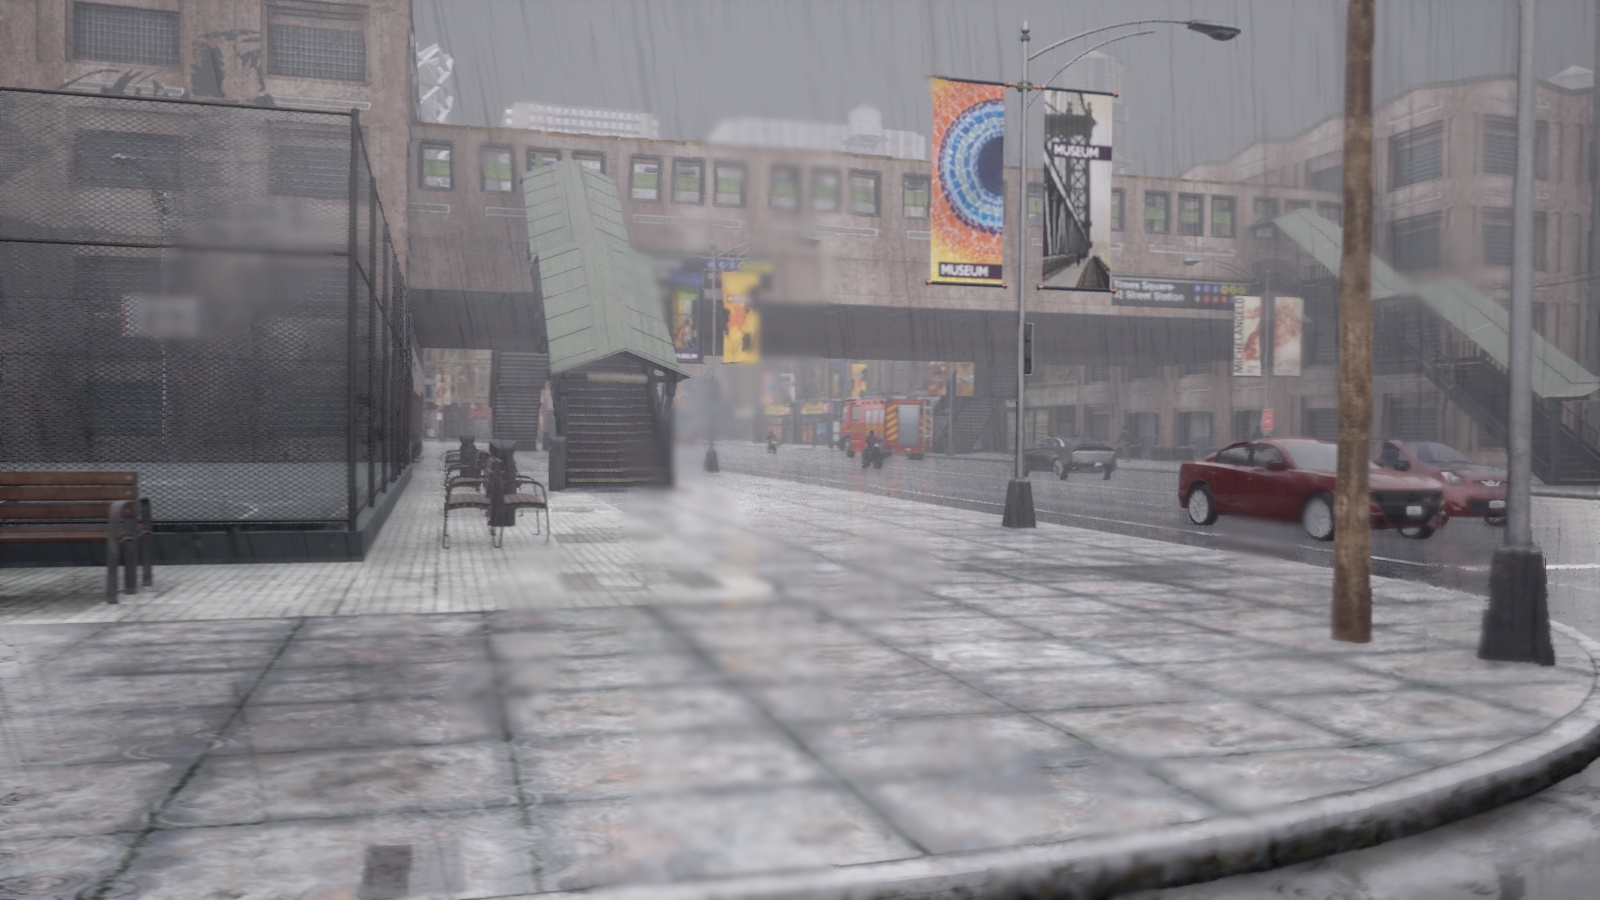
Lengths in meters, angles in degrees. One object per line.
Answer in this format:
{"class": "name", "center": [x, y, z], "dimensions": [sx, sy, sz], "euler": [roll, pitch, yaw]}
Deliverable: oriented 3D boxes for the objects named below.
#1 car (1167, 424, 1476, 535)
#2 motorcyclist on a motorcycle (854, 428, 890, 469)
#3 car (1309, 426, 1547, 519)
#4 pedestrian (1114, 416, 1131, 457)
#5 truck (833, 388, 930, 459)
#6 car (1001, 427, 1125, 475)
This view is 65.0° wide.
{"class": "car", "center": [8.106, 0.378, 20.145], "dimensions": [1.882, 1.535, 5.008], "euler": [-1, 1, -16]}
{"class": "motorcyclist on a motorcycle", "center": [2.964, -0.073, 51.641], "dimensions": [0.766, 1.649, 2.350], "euler": [-1, 1, -15]}
{"class": "car", "center": [11.090, 0.345, 22.465], "dimensions": [1.845, 1.501, 3.633], "euler": [-1, 1, -16]}
{"class": "pedestrian", "center": [15.776, -0.660, 61.438], "dimensions": [0.423, 1.949, 0.788], "euler": [-1, 1, -21]}
{"class": "truck", "center": [4.538, -1.520, 72.198], "dimensions": [2.891, 3.827, 8.468], "euler": [-1, 1, -16]}
{"class": "car", "center": [8.938, -0.004, 43.118], "dimensions": [2.128, 1.511, 4.902], "euler": [-1, 1, -16]}
